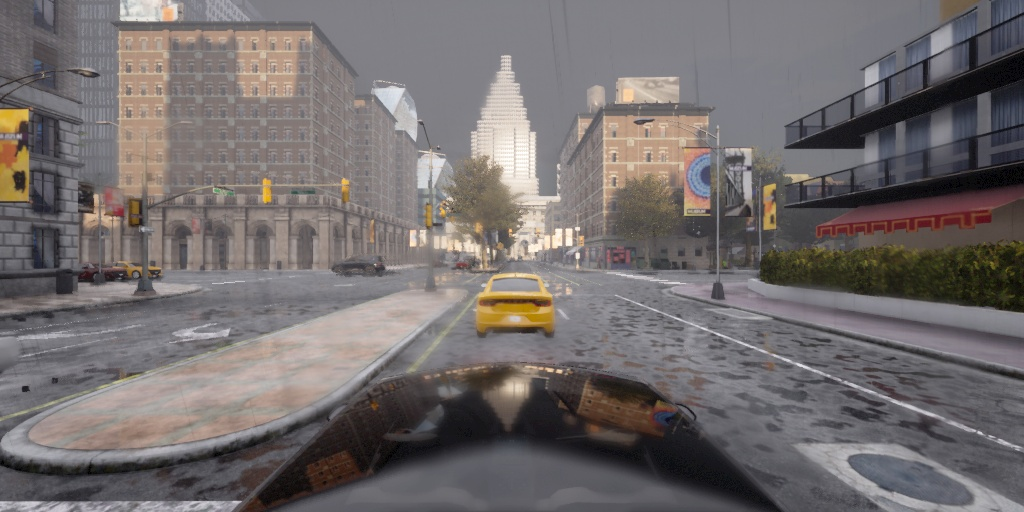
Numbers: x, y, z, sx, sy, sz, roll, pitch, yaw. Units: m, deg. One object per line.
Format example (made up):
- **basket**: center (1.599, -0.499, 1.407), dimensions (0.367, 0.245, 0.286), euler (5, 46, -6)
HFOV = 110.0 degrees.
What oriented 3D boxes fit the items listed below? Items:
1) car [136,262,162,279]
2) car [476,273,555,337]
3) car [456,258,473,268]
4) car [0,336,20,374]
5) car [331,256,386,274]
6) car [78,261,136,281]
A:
- **car**: center (-34.574, 1.228, 32.336), dimensions (5.008, 1.535, 1.882), euler (0, 0, 0)
- **car**: center (0.094, 1.228, 10.331), dimensions (1.882, 1.535, 5.008), euler (0, 0, 0)
- **car**: center (-7.986, 1.351, 59.072), dimensions (1.895, 1.301, 4.718), euler (0, 0, 0)
- **car**: center (-7.998, 1.351, 2.847), dimensions (1.895, 1.301, 4.718), euler (0, 0, 0)
- **car**: center (-16.863, 0.971, 39.601), dimensions (5.566, 2.045, 2.150), euler (0, 0, 0)
- **car**: center (-33.938, 1.228, 28.838), dimensions (5.008, 1.535, 1.882), euler (0, 0, 0)
